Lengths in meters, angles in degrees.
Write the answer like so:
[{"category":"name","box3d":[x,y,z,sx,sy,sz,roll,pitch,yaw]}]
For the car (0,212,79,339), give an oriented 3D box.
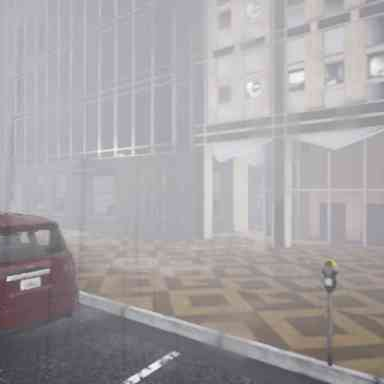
[{"category":"car","box3d":[-4.070,1.277,5.783,5.009,1.841,2.192,0,0,36]}]
